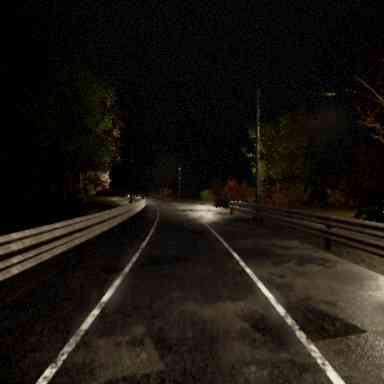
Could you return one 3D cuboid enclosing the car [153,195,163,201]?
[{"bbox_3d":[-8.699,1.424,84.469,1.837,1.490,4.892,0,0,-19],"label":"car"}]

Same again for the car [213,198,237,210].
[{"bbox_3d":[4.488,1.576,45.179,1.837,1.490,4.892,1,0,-19],"label":"car"}]

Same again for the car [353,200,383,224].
[{"bbox_3d":[12.730,1.414,20.563,2.150,2.045,5.566,0,0,-19],"label":"car"}]
